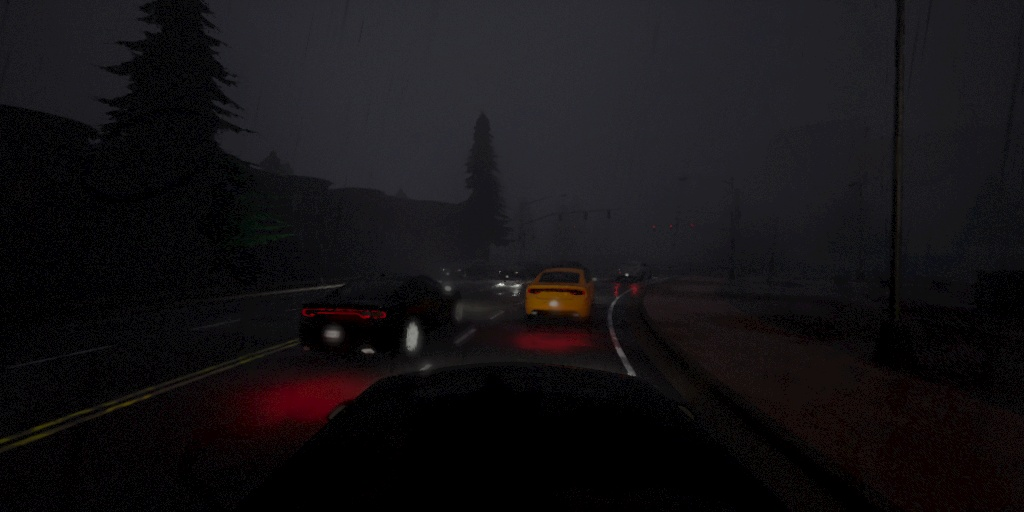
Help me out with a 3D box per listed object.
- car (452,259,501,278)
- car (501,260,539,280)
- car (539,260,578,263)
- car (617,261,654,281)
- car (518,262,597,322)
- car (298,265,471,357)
[{"bbox_3d":[-3.239,0.972,27.098,2.128,1.511,4.902,1,0,31],"label":"car"},{"bbox_3d":[1.076,1.052,27.504,2.033,1.411,5.357,1,1,32],"label":"car"},{"bbox_3d":[4.007,1.051,25.222,1.837,1.490,4.892,1,0,31],"label":"car"},{"bbox_3d":[9.310,1.086,27.192,1.812,1.442,4.674,1,1,32],"label":"car"},{"bbox_3d":[1.790,1.137,12.156,1.882,1.535,5.008,0,1,15],"label":"car"},{"bbox_3d":[-2.630,1.144,8.483,1.882,1.535,5.008,0,1,9],"label":"car"}]
